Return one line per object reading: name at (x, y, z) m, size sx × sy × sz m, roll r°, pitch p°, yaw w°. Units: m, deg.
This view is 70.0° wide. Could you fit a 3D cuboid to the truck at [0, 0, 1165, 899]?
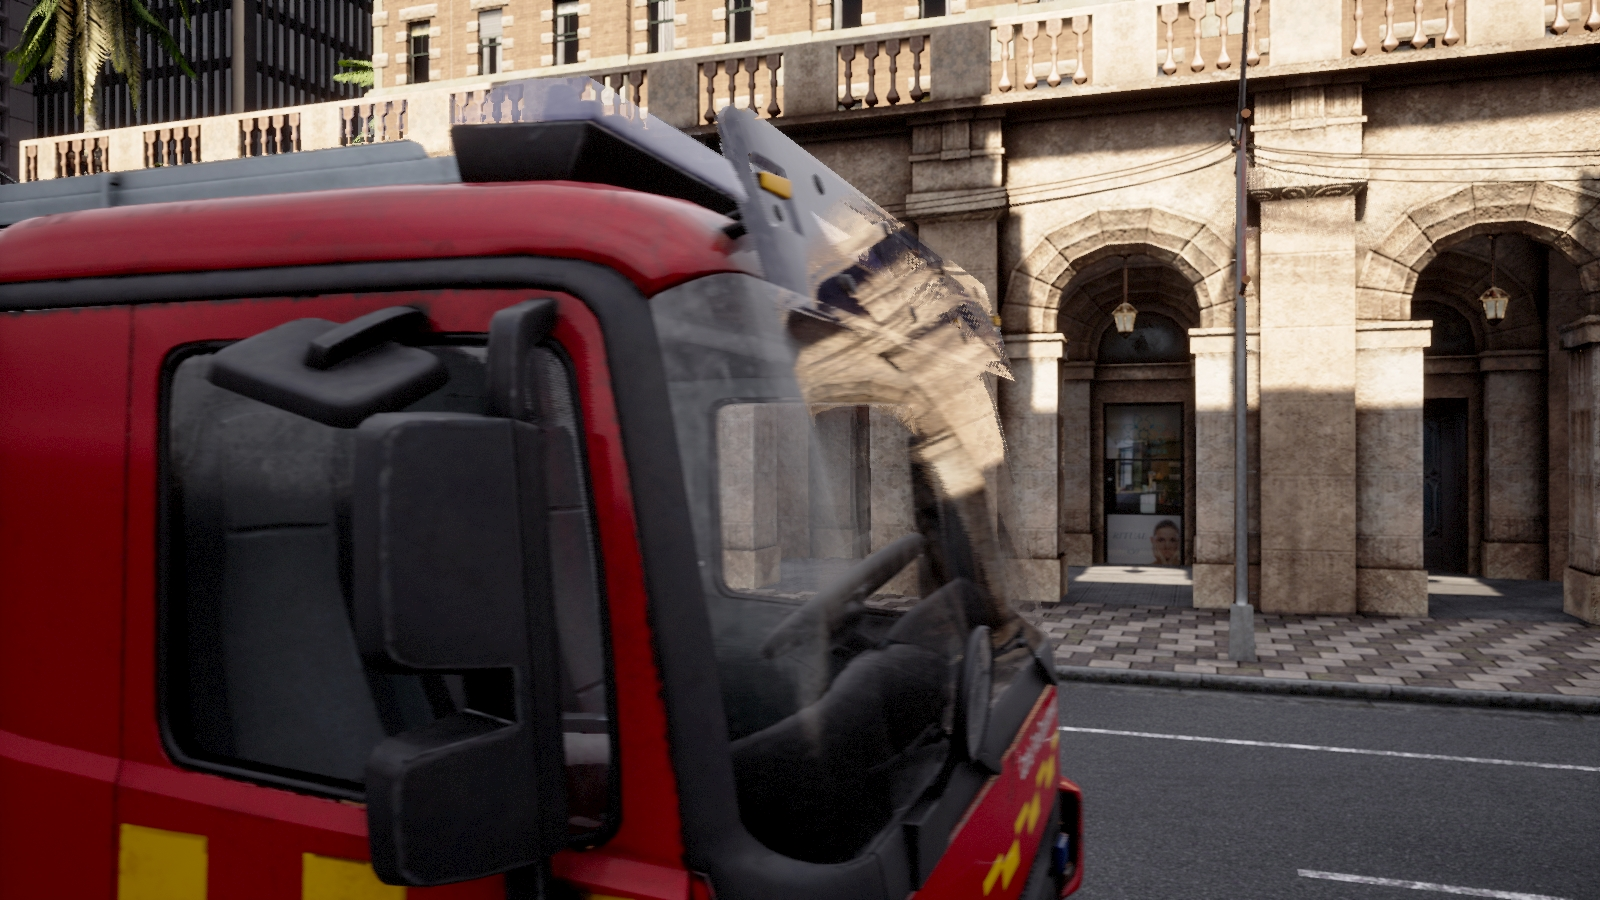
truck at (-3.196, 0.900, 4.043) m, size 8.468 × 3.827 × 2.891 m, roll 0°, pitch 0°, yaw 19°
